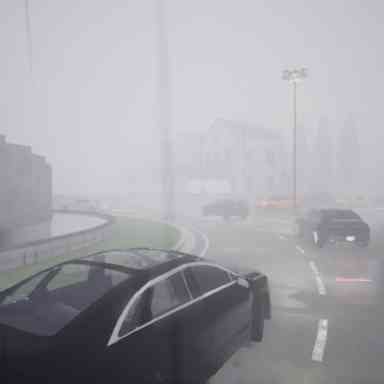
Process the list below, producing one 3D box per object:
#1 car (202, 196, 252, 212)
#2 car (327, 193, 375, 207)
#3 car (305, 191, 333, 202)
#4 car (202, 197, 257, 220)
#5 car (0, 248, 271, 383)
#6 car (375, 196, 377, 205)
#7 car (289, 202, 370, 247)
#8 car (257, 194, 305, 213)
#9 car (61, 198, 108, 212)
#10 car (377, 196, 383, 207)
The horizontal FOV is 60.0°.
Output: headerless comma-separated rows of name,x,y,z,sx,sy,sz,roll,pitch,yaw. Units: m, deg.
car,3.688,1.246,35.731,4.902,1.511,2.128,0,0,-14
car,17.959,1.171,37.510,5.008,1.535,1.882,0,0,-29
car,14.643,0.912,39.755,5.566,2.045,2.150,0,0,-27
car,2.563,1.310,26.346,2.128,1.511,4.902,0,0,-27
car,-0.503,1.463,4.095,2.128,1.511,4.902,0,0,31
car,25.043,1.216,45.643,4.718,1.301,1.895,0,0,-30
car,5.805,1.391,14.271,1.837,1.490,4.892,0,0,4
car,8.564,1.103,33.574,4.553,1.767,2.097,0,0,-20
car,-10.688,1.345,33.184,4.674,1.442,1.812,0,0,13
car,26.055,1.236,42.170,4.718,1.301,1.895,0,0,-31
